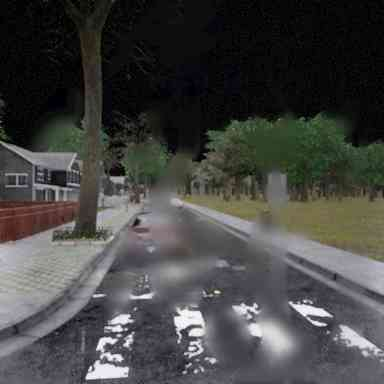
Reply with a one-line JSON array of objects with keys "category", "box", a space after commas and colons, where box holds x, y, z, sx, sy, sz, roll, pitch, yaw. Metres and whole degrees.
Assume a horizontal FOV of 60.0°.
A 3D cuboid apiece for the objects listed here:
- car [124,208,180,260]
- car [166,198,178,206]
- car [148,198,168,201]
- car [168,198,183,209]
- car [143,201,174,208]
[{"category": "car", "box": [-1.494, 1.557, 12.729, 1.812, 1.442, 4.674, 0, 0, -6]}, {"category": "car", "box": [-3.443, 1.699, 57.435, 1.895, 1.301, 4.718, 0, 0, -6]}, {"category": "car", "box": [-3.671, 1.416, 32.613, 2.097, 1.767, 4.553, 0, 0, -6]}, {"category": "car", "box": [-2.344, 1.613, 47.473, 1.812, 1.442, 4.674, 0, 0, -6]}, {"category": "car", "box": [-2.550, 1.595, 22.390, 2.033, 1.411, 5.357, 0, 0, -6]}]
